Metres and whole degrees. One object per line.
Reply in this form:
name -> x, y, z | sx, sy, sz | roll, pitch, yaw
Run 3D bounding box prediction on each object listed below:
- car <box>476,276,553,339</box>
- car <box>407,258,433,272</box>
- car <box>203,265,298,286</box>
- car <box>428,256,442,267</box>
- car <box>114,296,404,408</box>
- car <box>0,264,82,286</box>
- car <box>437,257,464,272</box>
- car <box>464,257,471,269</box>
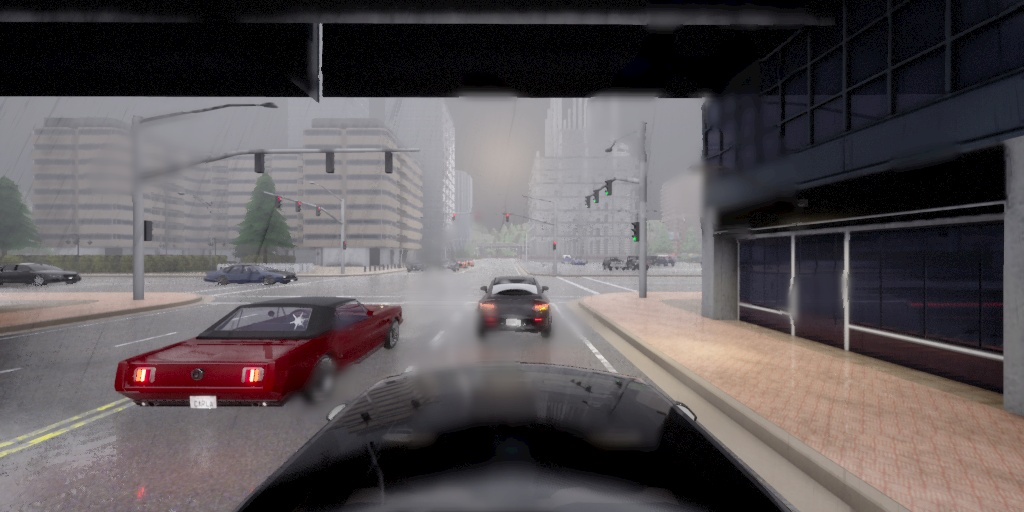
car -> 0.071, 1.276, 10.004 | 1.812, 1.442, 4.674 | 0, 0, 0
car -> -11.582, 1.314, 44.610 | 1.994, 1.385, 4.181 | 0, 0, 0
car -> -17.770, 1.297, 24.517 | 5.357, 1.411, 2.033 | 0, 0, -3
car -> -11.656, 0.971, 53.968 | 2.150, 2.045, 5.566 | 0, 0, -1
car -> -3.440, 1.351, 6.237 | 1.895, 1.301, 4.718 | 0, 0, 0
car -> -32.312, 1.256, 24.253 | 4.892, 1.490, 1.837 | 0, 0, 0
car -> -8.107, 1.241, 47.406 | 2.128, 1.511, 4.902 | 0, 0, 0
car -> -8.173, 1.102, 56.317 | 2.097, 1.767, 4.553 | 0, 0, 0
